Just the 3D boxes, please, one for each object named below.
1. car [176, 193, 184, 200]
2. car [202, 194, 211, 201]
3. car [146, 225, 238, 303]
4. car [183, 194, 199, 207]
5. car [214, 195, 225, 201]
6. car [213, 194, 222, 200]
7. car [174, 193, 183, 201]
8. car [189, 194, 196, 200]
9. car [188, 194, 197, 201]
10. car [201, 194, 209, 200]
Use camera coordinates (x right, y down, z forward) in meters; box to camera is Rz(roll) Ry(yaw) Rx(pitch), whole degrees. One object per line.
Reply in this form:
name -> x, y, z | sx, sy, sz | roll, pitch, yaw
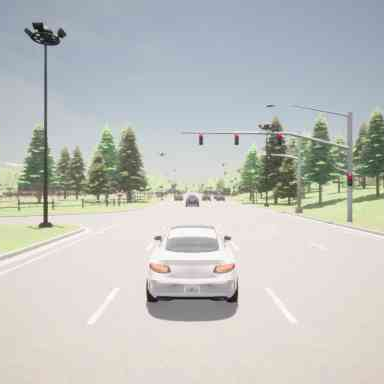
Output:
car -> -3.366, 1.187, 93.017 | 2.097, 1.767, 4.553 | 0, 0, 0
car -> 3.620, 1.348, 83.004 | 2.097, 1.767, 4.553 | 0, 0, 0
car -> 0.018, 1.526, 8.106 | 1.812, 1.442, 4.674 | 0, 0, 0
car -> 0.075, 1.352, 51.979 | 2.097, 1.767, 4.553 | 0, 0, 0
car -> 7.119, 1.517, 82.612 | 2.128, 1.511, 4.902 | 0, 0, 0
car -> 7.134, 1.385, 93.032 | 1.994, 1.385, 4.181 | 0, 0, 0
car -> -3.380, 1.544, 83.010 | 1.994, 1.385, 4.181 | 0, 0, 0
car -> 0.134, 1.332, 93.042 | 1.837, 1.490, 4.892 | 0, 0, 0
car -> 0.120, 1.348, 83.009 | 2.097, 1.767, 4.553 | 0, 0, 0
car -> 3.634, 1.372, 93.037 | 2.033, 1.411, 5.357 | 0, 0, 0
